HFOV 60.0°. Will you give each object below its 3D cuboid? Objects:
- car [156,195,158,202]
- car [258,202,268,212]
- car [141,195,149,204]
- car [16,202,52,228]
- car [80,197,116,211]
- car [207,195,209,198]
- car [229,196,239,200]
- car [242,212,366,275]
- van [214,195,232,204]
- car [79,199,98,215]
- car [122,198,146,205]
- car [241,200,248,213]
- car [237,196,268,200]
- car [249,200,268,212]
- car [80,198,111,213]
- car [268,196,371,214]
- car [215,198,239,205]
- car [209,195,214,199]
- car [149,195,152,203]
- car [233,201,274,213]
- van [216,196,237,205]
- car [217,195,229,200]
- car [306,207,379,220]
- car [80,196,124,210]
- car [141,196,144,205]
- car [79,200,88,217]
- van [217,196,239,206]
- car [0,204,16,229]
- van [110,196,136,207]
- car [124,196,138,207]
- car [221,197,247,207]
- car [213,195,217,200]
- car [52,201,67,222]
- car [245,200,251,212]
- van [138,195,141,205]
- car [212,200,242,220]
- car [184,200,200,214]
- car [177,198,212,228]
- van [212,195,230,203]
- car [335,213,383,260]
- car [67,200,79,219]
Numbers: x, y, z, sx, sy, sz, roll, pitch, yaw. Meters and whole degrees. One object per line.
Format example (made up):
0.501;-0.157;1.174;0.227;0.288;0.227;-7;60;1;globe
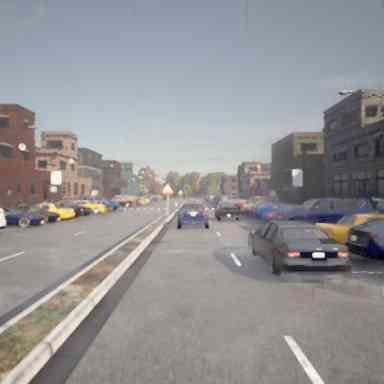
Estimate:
-12.696;2.143;92.343;4.892;1.521;2.231;0;-1;0;car
7.617;1.686;24.753;4.674;1.452;2.002;0;-1;0;car
-12.498;1.975;70.111;5.366;1.575;1.946;0;0;0;car
-12.654;1.656;22.870;4.792;1.488;2.163;0;0;0;car
-12.652;1.780;42.316;4.892;1.521;2.231;0;0;0;car
7.532;1.899;90.938;5.566;2.045;2.435;0;0;0;car
7.563;1.522;38.543;5.566;2.045;2.435;0;-1;0;car
3.096;1.607;10.651;2.033;1.411;5.357;0;0;0;car
7.635;1.861;82.667;4.442;1.987;1.878;0;0;0;van
-12.663;1.713;33.861;5.008;1.535;2.097;0;0;0;car
-12.680;1.996;72.890;5.008;1.535;2.097;0;0;0;car
7.598;1.763;33.155;4.674;1.452;2.002;0;-1;0;car
7.565;1.622;35.784;4.553;1.767;2.185;0;-1;0;car
7.604;1.670;27.511;5.008;1.535;2.097;0;-1;0;car
-12.661;1.758;39.536;5.008;1.535;2.097;0;0;0;car
7.595;1.349;19.241;5.566;2.045;2.435;0;0;0;car
7.542;2.016;71.635;5.008;1.535;2.097;0;0;0;car
7.337;2.066;79.907;5.366;1.575;1.946;0;0;0;car
-12.686;2.033;78.450;5.008;1.535;2.097;0;0;0;car
7.589;1.838;41.299;4.674;1.452;2.002;0;-1;0;car
7.648;1.807;74.394;4.442;1.987;1.878;0;0;0;van
7.588;1.678;57.846;5.566;2.045;2.435;0;0;0;car
7.818;1.556;13.728;5.366;1.575;1.946;0;0;0;car
-12.633;1.549;45.097;5.566;2.045;2.435;0;0;0;car
-12.683;2.000;67.331;4.674;1.452;2.002;0;0;0;car
-12.693;1.721;31.205;4.792;1.488;2.163;0;0;0;car
7.424;1.774;68.878;4.442;1.987;1.878;0;0;0;van
-12.723;1.336;17.312;5.566;2.045;2.435;0;0;0;car
-12.793;1.696;61.774;4.442;1.987;1.878;0;0;0;van
-12.667;1.903;58.993;4.892;1.521;2.231;0;0;0;car
7.586;1.821;60.481;4.553;1.767;2.185;0;0;0;car
7.574;1.731;66.121;5.566;2.045;2.435;0;0;0;car
-12.647;1.677;25.648;4.792;1.488;2.163;0;0;0;car
7.603;1.736;30.267;4.674;1.452;2.002;0;-1;0;car
-12.795;1.715;64.553;4.442;1.987;1.878;0;0;0;van
3.065;1.720;30.115;1.837;1.490;4.892;0;-1;0;car
0.042;1.792;41.272;1.882;1.535;5.008;0;-1;0;car
0.076;1.509;23.751;2.097;1.767;4.553;0;-1;0;car
7.625;1.903;88.180;4.442;1.987;1.878;0;0;0;van
7.666;1.571;10.969;4.792;1.488;2.163;0;0;0;car
-12.856;1.666;28.428;5.366;1.575;1.946;0;0;0;car
